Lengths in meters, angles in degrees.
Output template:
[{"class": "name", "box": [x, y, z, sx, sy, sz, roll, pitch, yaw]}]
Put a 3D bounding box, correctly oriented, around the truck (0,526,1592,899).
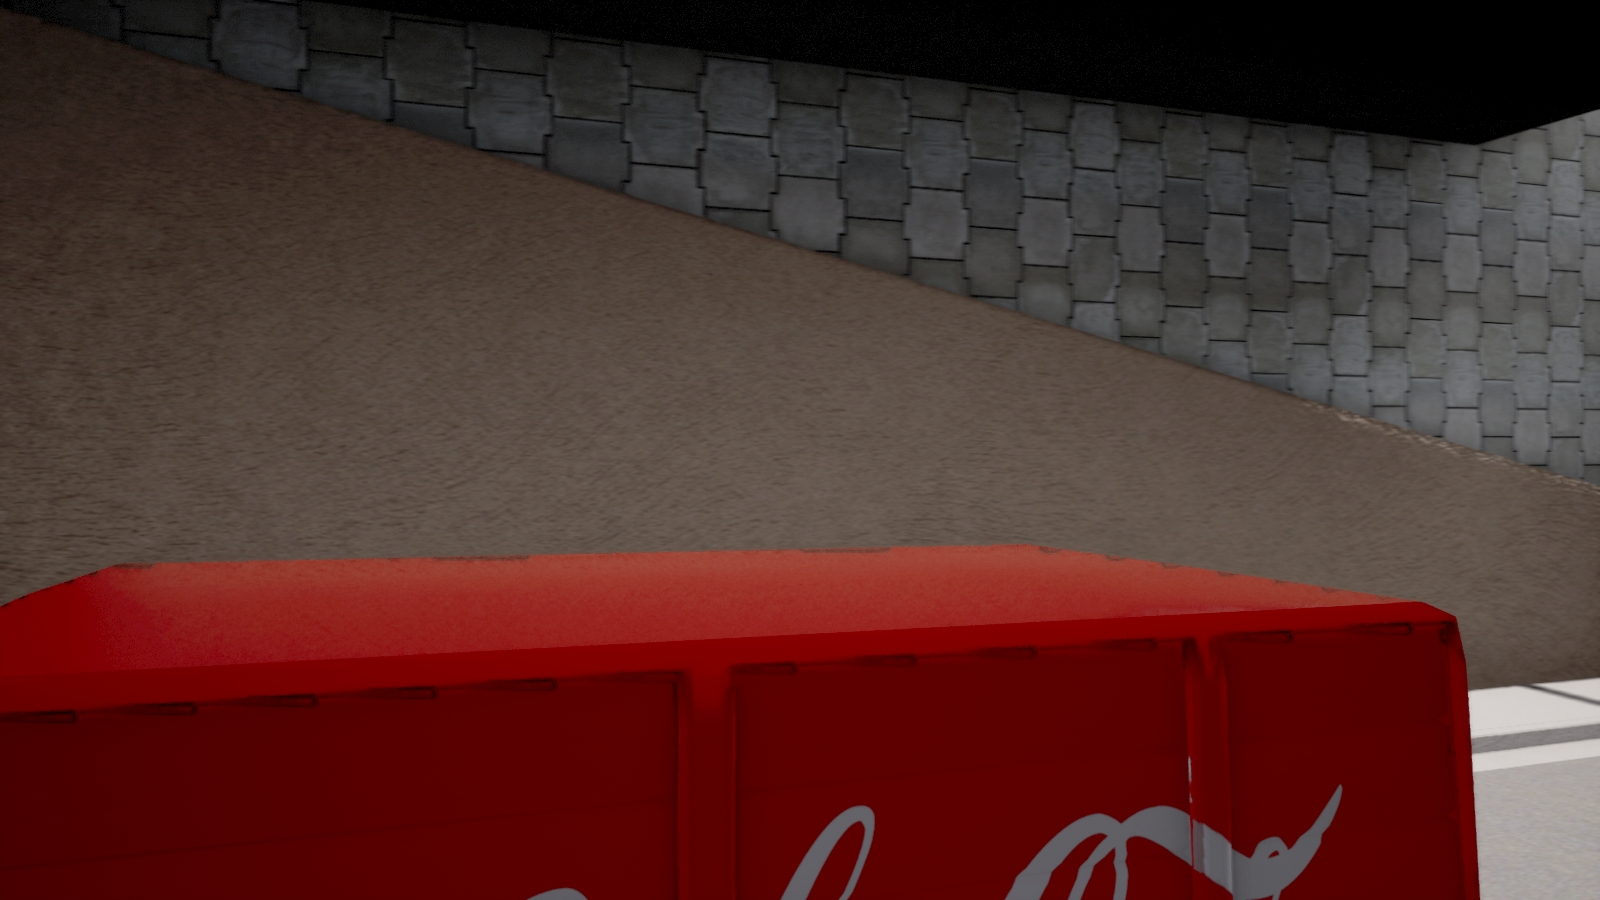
[{"class": "truck", "box": [-1.135, 1.568, 2.883, 5.204, 2.467, 2.627, 0, 0, -20]}]
